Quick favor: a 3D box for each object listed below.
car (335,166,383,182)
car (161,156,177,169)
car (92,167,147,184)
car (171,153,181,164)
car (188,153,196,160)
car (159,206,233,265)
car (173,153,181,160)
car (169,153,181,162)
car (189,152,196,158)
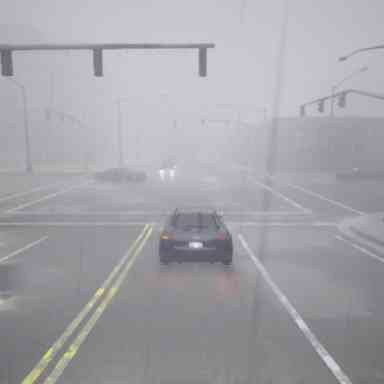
[{"bbox_3d":[16.119,-1.754,31.730,4.674,1.442,1.812,0,8,0],"label":"car"},{"bbox_3d":[-3.570,-4.160,49.362,1.895,1.301,4.718,0,8,-2],"label":"car"},{"bbox_3d":[-6.688,-1.569,30.577,5.357,1.411,2.033,5,9,31],"label":"car"},{"bbox_3d":[-3.497,-5.648,59.143,2.128,1.511,4.902,0,8,0],"label":"car"},{"bbox_3d":[0.003,-8.074,77.113,1.895,1.301,4.718,0,8,0],"label":"car"},{"bbox_3d":[0.100,1.115,10.262,1.994,1.385,4.181,0,5,0],"label":"car"},{"bbox_3d":[-3.496,-8.413,79.008,1.812,1.442,4.674,0,8,0],"label":"car"},{"bbox_3d":[-3.497,-7.164,68.932,2.097,1.767,4.553,0,8,0],"label":"car"},{"bbox_3d":[0.004,-9.793,88.807,1.812,1.442,4.674,0,8,0],"label":"car"}]
